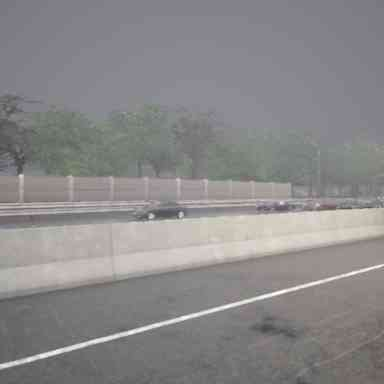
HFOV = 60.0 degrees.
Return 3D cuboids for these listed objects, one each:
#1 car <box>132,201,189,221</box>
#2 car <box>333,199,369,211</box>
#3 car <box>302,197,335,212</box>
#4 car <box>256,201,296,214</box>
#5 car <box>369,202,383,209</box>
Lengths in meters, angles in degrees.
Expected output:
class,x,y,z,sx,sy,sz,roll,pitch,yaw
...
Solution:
class,x,y,z,sx,sy,sz,roll,pitch,yaw
car,-2.510,1.494,27.073,4.892,1.490,1.837,0,0,-38
car,16.269,1.599,32.640,4.718,1.301,1.895,0,0,-35
car,13.653,1.349,35.076,4.553,1.767,2.097,0,0,-35
car,9.123,1.594,36.052,4.718,1.301,1.895,0,0,-36
car,18.024,1.562,29.593,4.181,1.385,1.994,0,0,-35
